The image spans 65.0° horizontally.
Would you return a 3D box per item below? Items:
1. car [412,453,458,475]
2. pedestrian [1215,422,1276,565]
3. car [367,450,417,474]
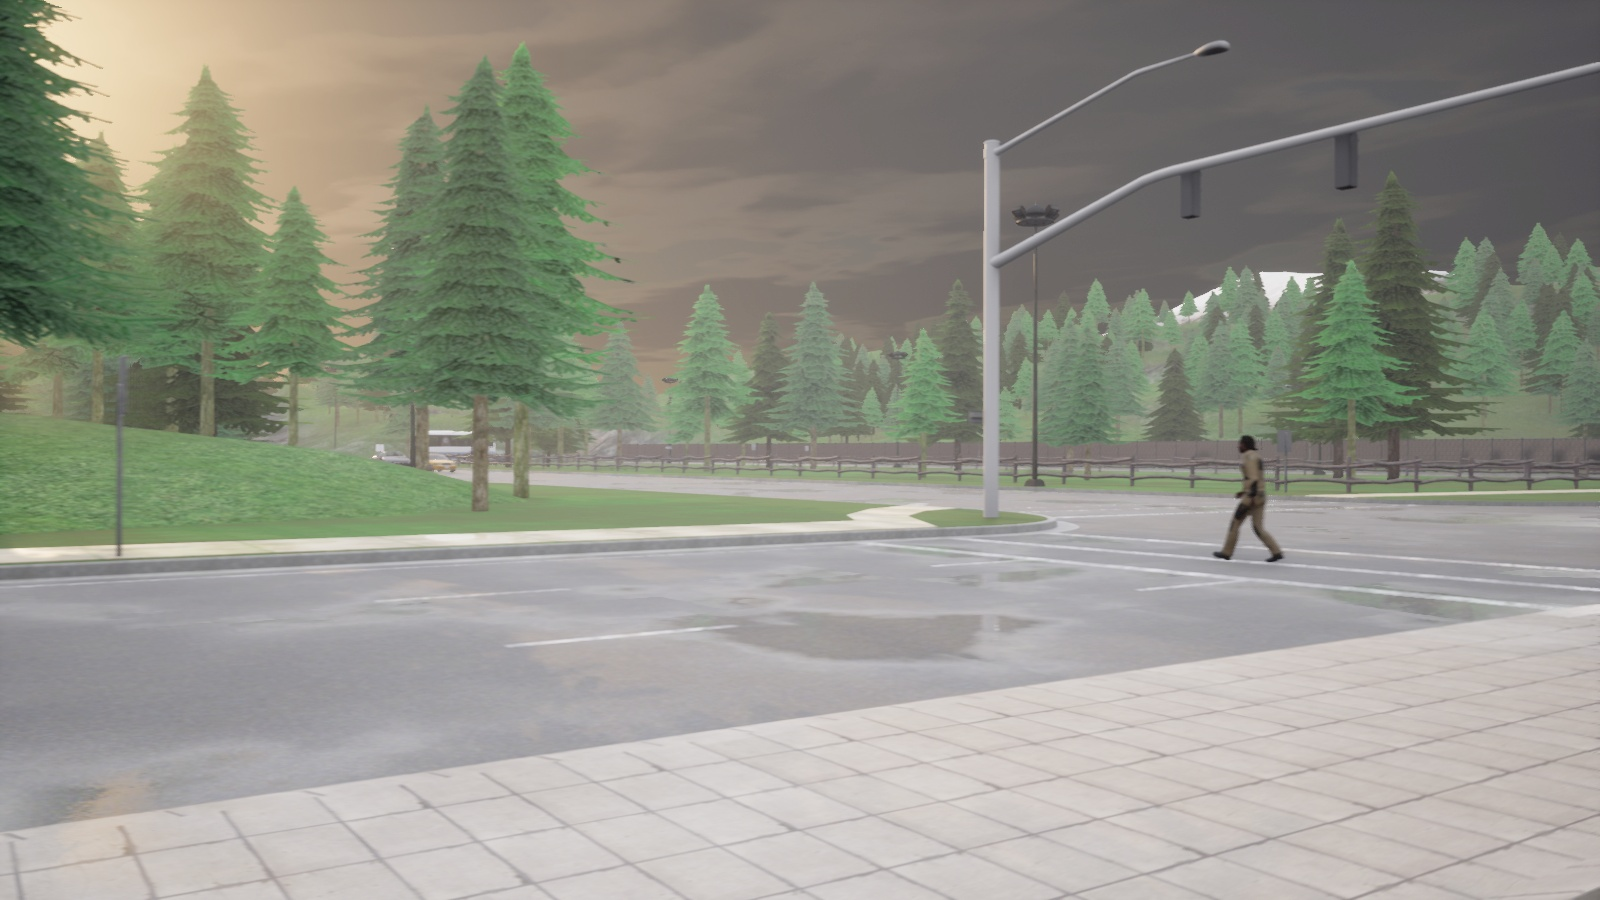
[{"bbox_3d":[-27.627,1.027,94.902,1.801,1.575,5.366,0,0,-34],"label":"car"},{"bbox_3d":[6.150,0.594,17.343,0.396,1.930,0.692,0,0,-45],"label":"pedestrian"},{"bbox_3d":[-29.975,0.859,92.135,2.152,1.651,5.027,0,0,-34],"label":"car"}]
